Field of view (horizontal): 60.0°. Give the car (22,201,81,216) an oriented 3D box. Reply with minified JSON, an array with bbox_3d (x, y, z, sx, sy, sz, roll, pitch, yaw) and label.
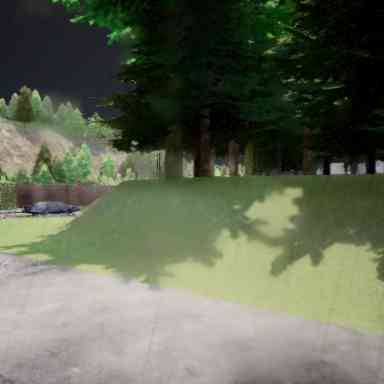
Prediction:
[{"bbox_3d":[-13.345,1.529,31.909,2.033,1.411,5.357,0,0,31],"label":"car"}]
